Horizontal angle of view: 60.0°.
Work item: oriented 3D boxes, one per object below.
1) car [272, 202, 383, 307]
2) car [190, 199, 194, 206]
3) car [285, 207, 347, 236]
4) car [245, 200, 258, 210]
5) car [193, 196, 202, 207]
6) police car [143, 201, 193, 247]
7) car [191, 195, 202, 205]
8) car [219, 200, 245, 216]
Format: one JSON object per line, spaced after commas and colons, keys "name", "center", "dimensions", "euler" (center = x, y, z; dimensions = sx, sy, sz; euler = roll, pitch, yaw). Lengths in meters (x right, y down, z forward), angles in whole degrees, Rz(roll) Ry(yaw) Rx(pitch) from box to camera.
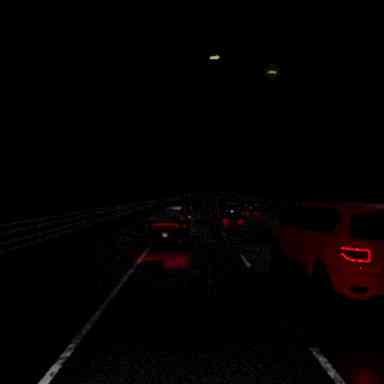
{"name": "car", "center": [3.600, 1.238, 8.159], "dimensions": [2.150, 2.045, 5.566], "euler": [0, 0, 0]}
{"name": "car", "center": [-1.020, 1.528, 25.288], "dimensions": [1.882, 1.535, 5.008], "euler": [0, 0, 0]}
{"name": "car", "center": [7.110, 1.640, 19.645], "dimensions": [1.895, 1.301, 4.718], "euler": [0, 0, 0]}
{"name": "car", "center": [7.360, 1.692, 43.577], "dimensions": [1.895, 1.301, 4.718], "euler": [0, 0, 1]}
{"name": "car", "center": [0.544, 1.669, 52.589], "dimensions": [1.994, 1.385, 4.181], "euler": [0, 0, 3]}
{"name": "police car", "center": [-1.049, 1.456, 15.399], "dimensions": [1.930, 1.638, 5.238], "euler": [0, 0, 0]}
{"name": "car", "center": [0.941, 1.503, 65.229], "dimensions": [2.097, 1.767, 4.553], "euler": [0, 0, 2]}
{"name": "car", "center": [3.701, 1.592, 32.736], "dimensions": [1.812, 1.442, 4.674], "euler": [0, 0, 1]}
